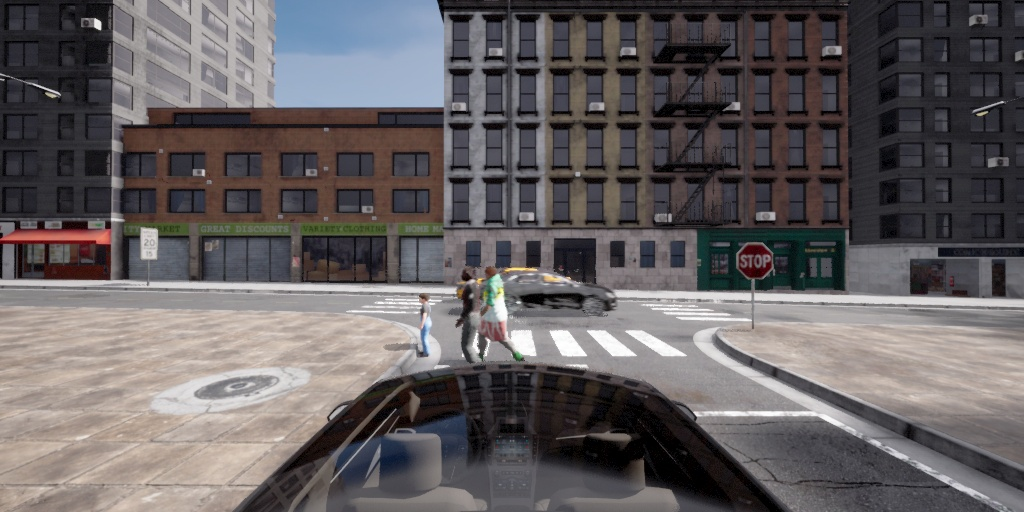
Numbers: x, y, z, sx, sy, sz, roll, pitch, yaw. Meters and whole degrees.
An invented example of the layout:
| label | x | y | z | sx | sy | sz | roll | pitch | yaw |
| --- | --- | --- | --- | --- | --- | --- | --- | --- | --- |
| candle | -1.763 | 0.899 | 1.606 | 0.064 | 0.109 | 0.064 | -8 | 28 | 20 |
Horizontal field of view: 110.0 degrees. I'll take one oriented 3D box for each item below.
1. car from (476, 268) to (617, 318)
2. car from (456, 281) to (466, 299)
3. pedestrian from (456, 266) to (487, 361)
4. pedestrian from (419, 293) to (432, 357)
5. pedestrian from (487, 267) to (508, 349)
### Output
| label | x | y | z | sx | sy | sz | roll | pitch | yaw |
| --- | --- | --- | --- | --- | --- | --- | --- | --- | --- |
| car | 1.206 | 1.283 | 12.773 | 4.902 | 1.511 | 2.128 | 1 | -1 | 0 |
| car | 0.079 | 1.270 | 15.726 | 5.008 | 1.535 | 1.882 | 1 | 0 | 0 |
| pedestrian | -0.667 | 1.043 | 5.852 | 0.375 | 1.860 | 0.375 | 0 | 0 | 0 |
| pedestrian | -1.727 | 1.324 | 7.188 | 0.375 | 1.300 | 0.375 | 0 | 0 | 0 |
| pedestrian | -0.316 | 1.044 | 6.528 | 0.375 | 1.860 | 0.375 | 0 | 0 | 0 |
